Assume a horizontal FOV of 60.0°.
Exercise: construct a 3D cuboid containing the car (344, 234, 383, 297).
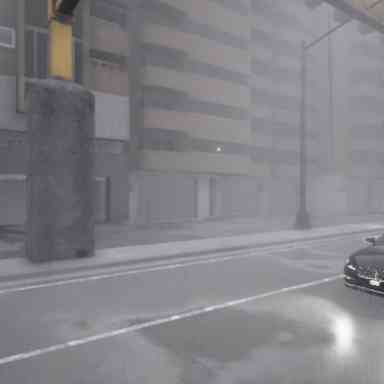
[{"bbox_3d":[5.519,1.486,7.780,4.892,1.490,1.837,0,0,-35],"label":"car"}]
